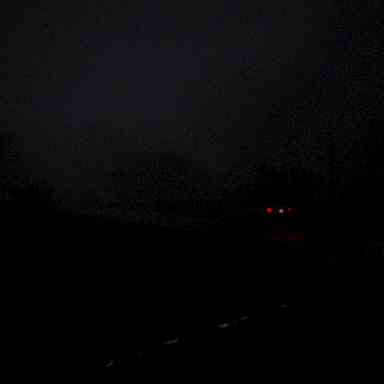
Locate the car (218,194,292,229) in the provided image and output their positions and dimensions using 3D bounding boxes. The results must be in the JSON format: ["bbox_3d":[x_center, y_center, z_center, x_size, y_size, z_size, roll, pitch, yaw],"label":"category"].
[{"bbox_3d":[3.774,1.153,20.739,2.150,2.045,5.566,1,-1,-25],"label":"car"}]
